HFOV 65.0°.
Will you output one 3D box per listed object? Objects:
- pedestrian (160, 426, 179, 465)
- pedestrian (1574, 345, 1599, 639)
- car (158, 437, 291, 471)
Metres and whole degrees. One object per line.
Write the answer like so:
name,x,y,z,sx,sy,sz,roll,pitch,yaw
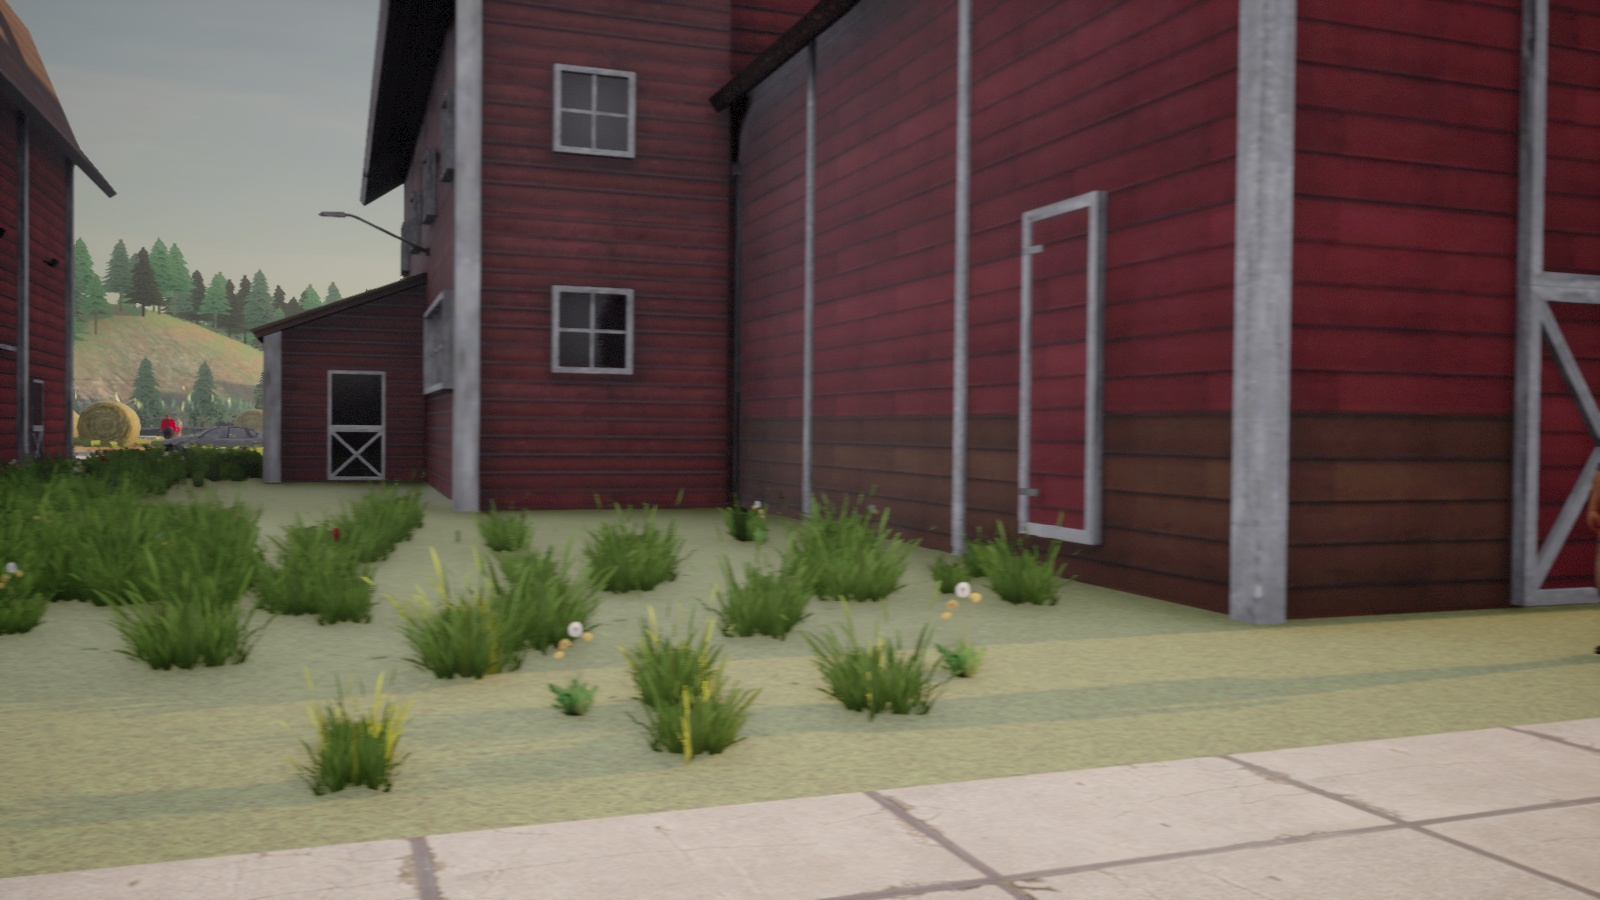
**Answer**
pedestrian,-30.311,-0.221,60.369,0.634,1.844,0.899,-1,1,-17
pedestrian,5.388,0.260,7.978,0.694,1.848,0.540,-1,1,-30
car,-25.973,0.174,56.912,5.357,1.411,2.033,-1,1,-21
